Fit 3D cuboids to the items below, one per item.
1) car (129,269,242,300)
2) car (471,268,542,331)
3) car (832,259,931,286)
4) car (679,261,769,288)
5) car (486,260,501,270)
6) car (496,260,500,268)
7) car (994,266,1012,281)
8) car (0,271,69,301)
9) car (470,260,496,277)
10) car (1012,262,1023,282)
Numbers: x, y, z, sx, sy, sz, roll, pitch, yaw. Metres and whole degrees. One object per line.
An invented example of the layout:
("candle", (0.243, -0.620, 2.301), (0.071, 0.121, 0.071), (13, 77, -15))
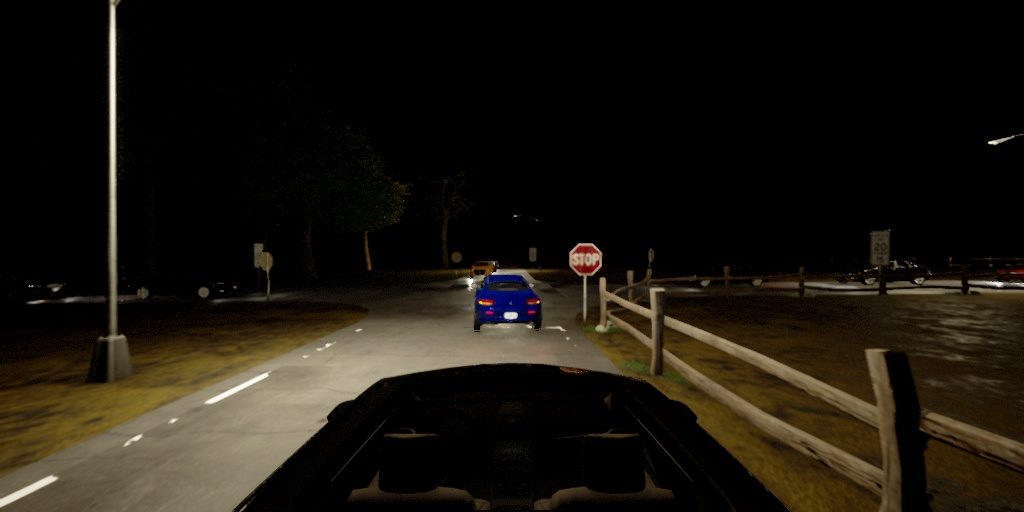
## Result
("car", (-17.274, 1.429, 19.110), (5.008, 1.535, 1.882), (-1, 1, 0))
("car", (-0.260, 1.277, 10.972), (1.812, 1.442, 4.674), (0, 0, -6))
("car", (22.324, 0.967, 21.792), (4.892, 1.490, 1.837), (-1, 1, 0))
("car", (12.802, 1.052, 21.811), (5.008, 1.535, 1.882), (-1, 1, -1))
("car", (-2.817, 1.373, 56.005), (2.033, 1.411, 5.357), (0, 0, 0))
("car", (-2.832, 1.336, 45.346), (2.033, 1.411, 5.357), (0, 0, 0))
("car", (32.250, 0.909, 21.740), (4.181, 1.385, 1.994), (-1, 1, -1))
("car", (-26.776, 1.549, 19.136), (4.902, 1.511, 2.128), (-1, 1, 0))
("car", (-2.873, 1.244, 34.810), (1.882, 1.535, 5.008), (0, 0, 1))
("car", (30.081, 1.008, 18.801), (4.718, 1.301, 1.895), (-1, 1, 0))
